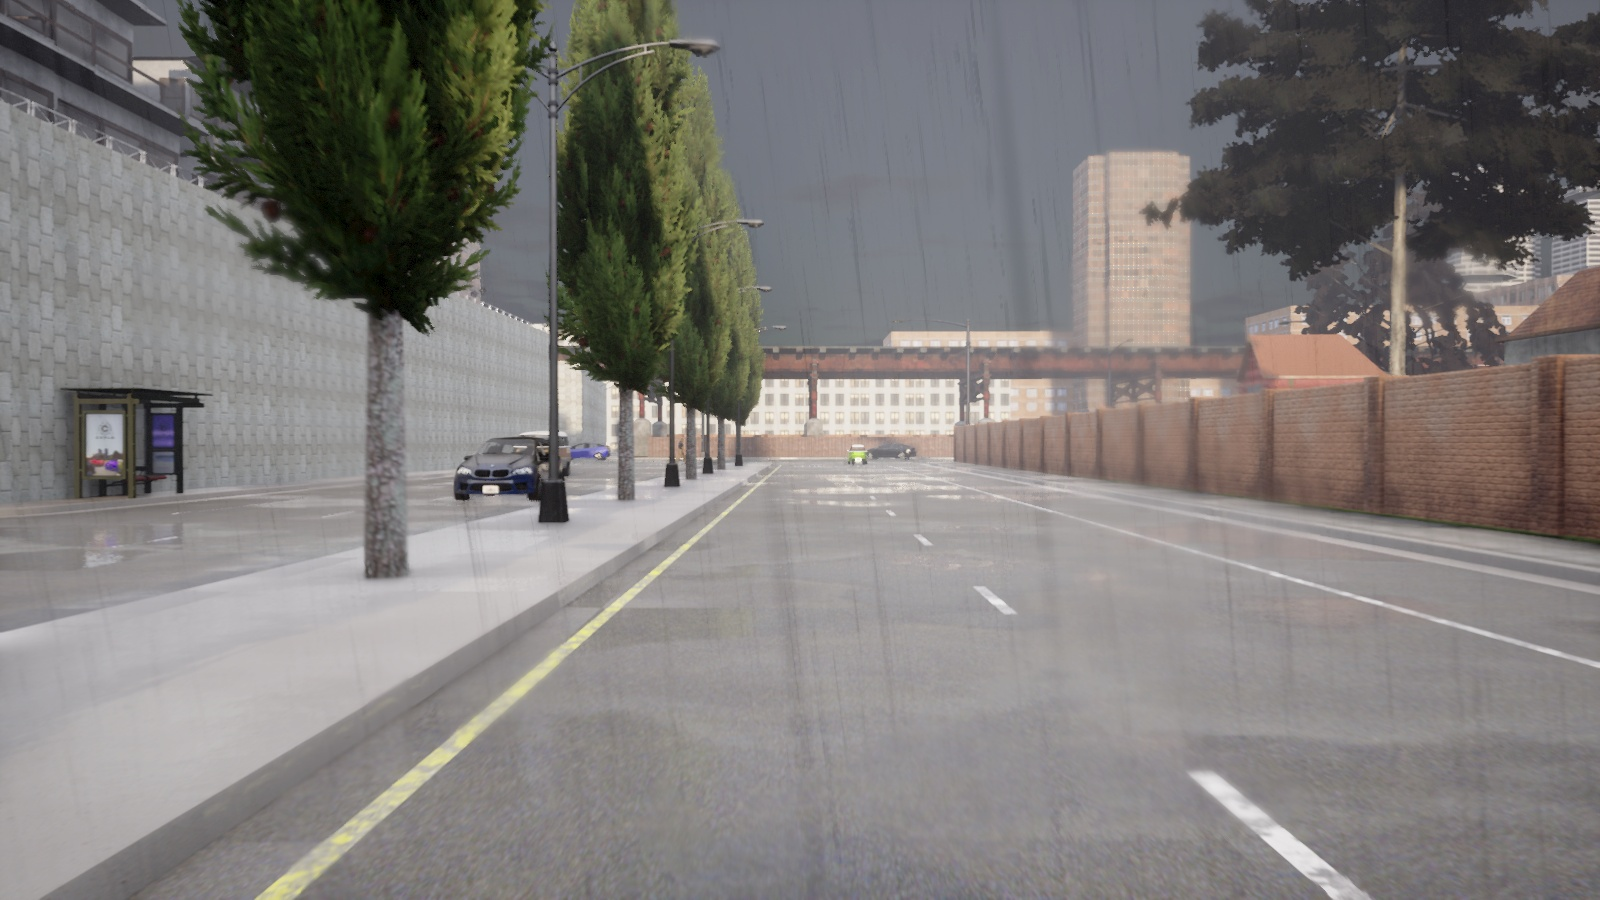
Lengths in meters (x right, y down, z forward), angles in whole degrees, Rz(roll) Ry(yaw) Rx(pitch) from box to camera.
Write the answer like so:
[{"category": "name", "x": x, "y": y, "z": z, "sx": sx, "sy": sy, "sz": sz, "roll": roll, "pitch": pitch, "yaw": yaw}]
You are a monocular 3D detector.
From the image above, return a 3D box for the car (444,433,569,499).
[{"category": "car", "x": -7.792, "y": 0.394, "z": 33.822, "sx": 2.242, "sy": 1.667, "sz": 4.611, "roll": 0, "pitch": 0, "yaw": 0}]

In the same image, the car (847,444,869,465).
[{"category": "car", "x": 4.012, "y": 0.312, "z": 87.318, "sx": 1.481, "sy": 1.376, "sz": 2.207, "roll": 0, "pitch": 1, "yaw": 0}]

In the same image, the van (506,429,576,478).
[{"category": "van", "x": -11.175, "y": 0.154, "z": 54.508, "sx": 2.069, "sy": 2.038, "sz": 4.480, "roll": 0, "pitch": 0, "yaw": 0}]
